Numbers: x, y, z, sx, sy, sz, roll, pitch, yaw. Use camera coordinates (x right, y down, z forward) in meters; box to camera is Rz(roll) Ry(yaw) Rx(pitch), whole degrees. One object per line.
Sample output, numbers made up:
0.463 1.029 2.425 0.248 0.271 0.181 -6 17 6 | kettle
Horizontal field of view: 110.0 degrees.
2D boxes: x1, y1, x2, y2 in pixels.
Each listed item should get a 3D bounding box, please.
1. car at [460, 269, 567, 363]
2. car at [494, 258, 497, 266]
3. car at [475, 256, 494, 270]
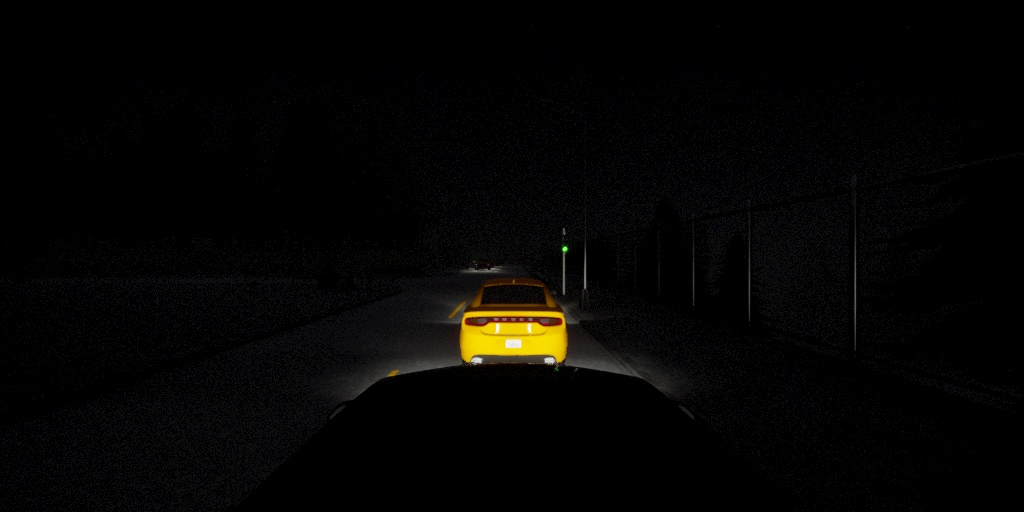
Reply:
0.042 1.228 8.134 1.882 1.535 5.008 0 0 0 | car
-4.124 1.350 62.218 1.895 1.301 4.718 0 0 0 | car
-4.135 1.101 51.941 2.097 1.767 4.553 0 0 0 | car
